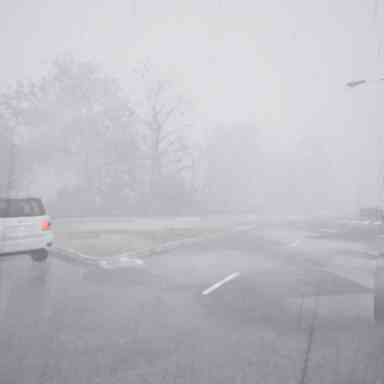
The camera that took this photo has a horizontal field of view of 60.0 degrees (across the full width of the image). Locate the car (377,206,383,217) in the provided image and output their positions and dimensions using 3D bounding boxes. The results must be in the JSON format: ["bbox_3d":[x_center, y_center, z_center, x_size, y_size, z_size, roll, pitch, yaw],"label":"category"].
[{"bbox_3d":[27.242,2.707,46.286,1.895,1.301,4.718,1,-1,39],"label":"car"}]

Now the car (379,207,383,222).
[{"bbox_3d":[19.713,2.233,31.946,1.994,1.385,4.181,1,-1,39],"label":"car"}]

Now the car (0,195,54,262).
[{"bbox_3d":[-6.461,1.097,10.698,5.566,2.045,2.150,0,0,44],"label":"car"}]

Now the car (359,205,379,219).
[{"bbox_3d":[20.710,2.279,38.298,1.882,1.535,5.008,1,-1,39],"label":"car"}]
